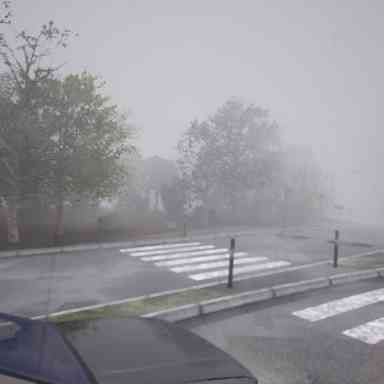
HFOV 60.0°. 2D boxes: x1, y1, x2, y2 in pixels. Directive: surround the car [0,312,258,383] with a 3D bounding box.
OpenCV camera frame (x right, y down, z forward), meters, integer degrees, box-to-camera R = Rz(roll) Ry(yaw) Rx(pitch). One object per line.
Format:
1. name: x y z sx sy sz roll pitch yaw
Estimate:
1. car: -1.979 1.542 1.995 5.357 1.411 2.033 1 0 -35
